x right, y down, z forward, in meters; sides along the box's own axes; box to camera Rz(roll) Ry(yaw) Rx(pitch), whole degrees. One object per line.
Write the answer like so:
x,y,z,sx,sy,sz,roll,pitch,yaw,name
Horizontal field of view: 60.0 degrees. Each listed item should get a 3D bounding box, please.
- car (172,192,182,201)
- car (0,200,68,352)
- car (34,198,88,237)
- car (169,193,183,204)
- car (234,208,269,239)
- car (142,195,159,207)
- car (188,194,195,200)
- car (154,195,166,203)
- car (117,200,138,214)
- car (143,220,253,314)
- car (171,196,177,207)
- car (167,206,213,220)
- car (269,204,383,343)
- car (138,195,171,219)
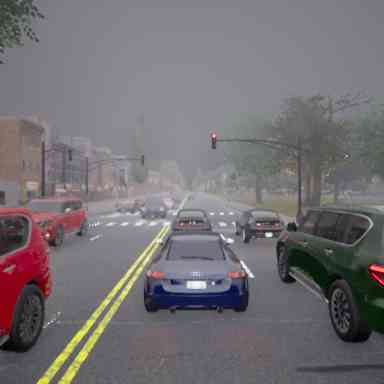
-3.415,1.024,78.236,2.150,2.045,5.566,0,0,0,car
-3.355,1.219,3.242,2.150,2.045,5.566,0,0,0,car
-6.630,1.291,15.681,2.150,2.045,5.566,0,-1,0,car
-3.432,1.178,62.871,2.150,2.045,5.566,0,0,0,car
3.260,1.578,16.462,1.837,1.490,4.892,0,0,0,car
-6.703,1.386,54.015,2.097,1.767,4.553,0,1,0,car
-0.179,1.290,84.357,2.128,1.511,4.902,0,0,0,car
-6.646,1.450,69.165,1.994,1.385,4.181,0,1,0,car
-7.138,1.652,38.254,1.812,1.442,4.674,0,0,6,car
0.064,1.582,7.746,1.994,1.385,4.181,0,0,0,car
-3.444,1.622,45.541,1.812,1.442,4.674,0,0,0,car
0.006,1.579,16.633,1.837,1.490,4.892,0,0,1,car
3.313,1.234,6.600,2.150,2.045,5.566,0,0,0,car
-3.413,1.482,30.859,2.097,1.767,4.553,0,0,0,car
